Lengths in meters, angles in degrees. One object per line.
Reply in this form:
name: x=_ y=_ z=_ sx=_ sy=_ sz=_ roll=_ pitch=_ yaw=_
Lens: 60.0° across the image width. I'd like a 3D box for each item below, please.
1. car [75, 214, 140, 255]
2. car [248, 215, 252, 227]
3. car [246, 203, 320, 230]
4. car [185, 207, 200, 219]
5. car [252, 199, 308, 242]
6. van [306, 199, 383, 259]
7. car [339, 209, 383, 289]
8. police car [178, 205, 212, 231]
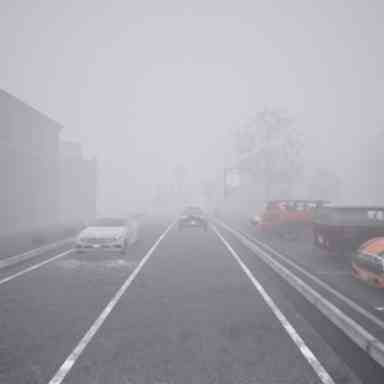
car: x=-3.365 y=1.662 z=14.032 sx=1.812 sy=1.442 sz=4.674 roll=0 pitch=-1 yaw=0
car: x=6.193 y=1.707 z=20.030 sx=5.008 sy=1.535 sz=2.097 roll=0 pitch=-1 yaw=-1
car: x=6.187 y=1.644 z=23.067 sx=4.553 sy=1.767 sz=2.185 roll=0 pitch=-1 yaw=-1
car: x=0.034 y=2.567 z=41.140 sx=1.812 sy=1.442 sz=4.674 roll=0 pitch=-3 yaw=0
car: x=6.249 y=1.397 z=17.118 sx=5.566 sy=2.045 sz=2.435 roll=0 pitch=-1 yaw=0
van: x=6.383 y=1.331 z=10.926 sx=4.442 sy=1.987 sz=1.878 roll=0 pitch=-1 yaw=0
car: x=6.317 y=1.395 z=7.888 sx=4.553 sy=1.767 sz=2.185 roll=0 pitch=0 yaw=0
police car: x=0.067 y=1.861 z=23.468 sx=2.038 sy=1.542 sz=4.974 roll=0 pitch=-2 yaw=0
